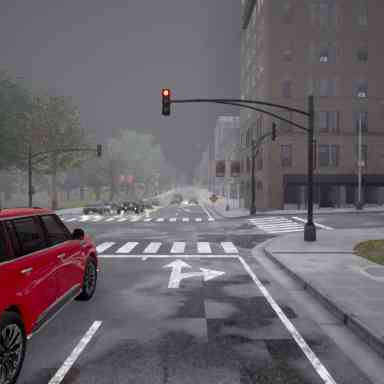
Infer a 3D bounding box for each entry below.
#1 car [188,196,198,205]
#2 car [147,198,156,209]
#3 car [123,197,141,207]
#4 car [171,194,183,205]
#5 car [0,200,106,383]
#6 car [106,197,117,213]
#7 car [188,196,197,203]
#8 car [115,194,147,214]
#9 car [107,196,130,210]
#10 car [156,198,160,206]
[{"bbox_3d":[0.197,1.652,63.761,2.033,1.411,5.357,0,0,0],"label":"car"},{"bbox_3d":[-6.532,1.579,45.583,1.812,1.442,4.674,0,0,0],"label":"car"},{"bbox_3d":[-9.756,1.573,54.691,2.128,1.511,4.902,0,0,0],"label":"car"},{"bbox_3d":[-3.055,1.652,63.391,2.033,1.411,5.357,0,0,0],"label":"car"},{"bbox_3d":[-3.119,1.220,5.166,2.150,2.045,5.566,0,0,-2],"label":"car"},{"bbox_3d":[-9.800,1.575,34.943,2.033,1.411,5.357,0,0,0],"label":"car"},{"bbox_3d":[0.115,1.622,75.306,1.837,1.490,4.892,0,0,0],"label":"car"},{"bbox_3d":[-6.547,1.252,35.828,2.150,2.045,5.566,0,0,0],"label":"car"},{"bbox_3d":[-9.781,1.403,44.475,2.097,1.767,4.553,0,0,0],"label":"car"},{"bbox_3d":[-6.490,1.648,55.447,1.994,1.385,4.181,0,0,1],"label":"car"}]
